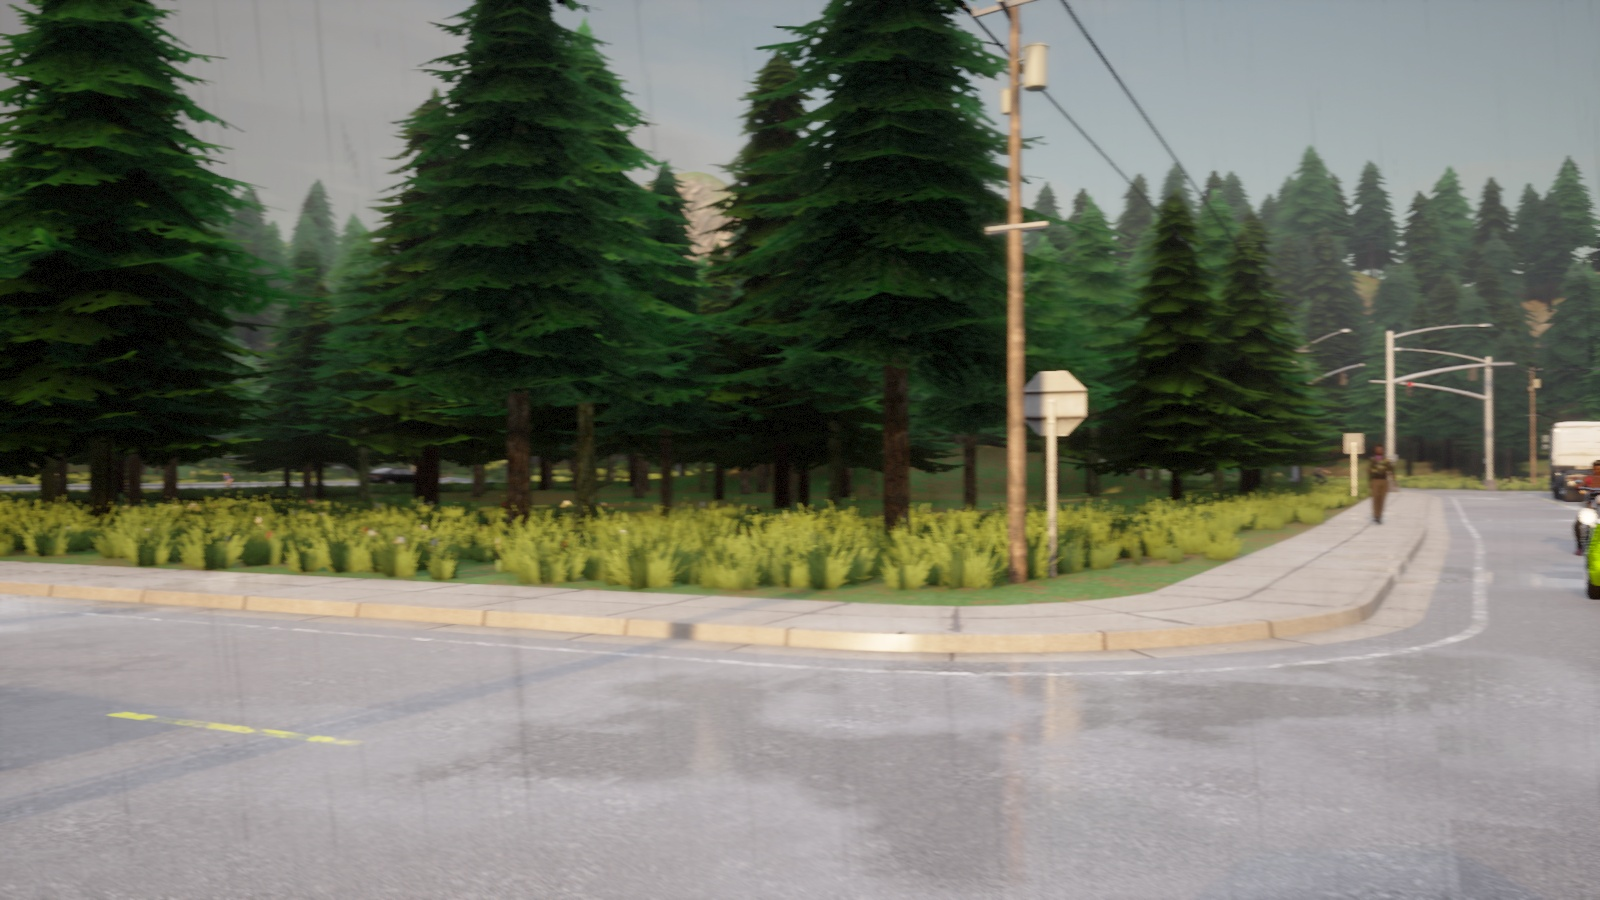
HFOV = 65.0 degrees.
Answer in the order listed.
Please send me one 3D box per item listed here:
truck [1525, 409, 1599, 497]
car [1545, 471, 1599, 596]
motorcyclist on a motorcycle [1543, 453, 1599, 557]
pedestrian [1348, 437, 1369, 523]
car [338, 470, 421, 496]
[{"bbox_3d":[32.580,0.153,52.936,2.891,3.462,7.936,-1,-1,26],"label":"truck"},{"bbox_3d":[9.697,0.941,14.768,1.481,1.376,2.207,-1,-1,28],"label":"car"},{"bbox_3d":[12.987,0.881,21.040,0.766,1.649,2.350,-1,-1,27],"label":"motorcyclist on a motorcycle"},{"bbox_3d":[12.719,0.688,28.588,0.395,1.930,0.692,-1,-1,25],"label":"pedestrian"},{"bbox_3d":[-26.123,2.031,78.186,1.882,1.535,5.008,-1,-1,26],"label":"car"}]
